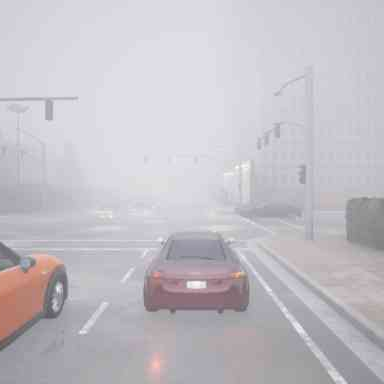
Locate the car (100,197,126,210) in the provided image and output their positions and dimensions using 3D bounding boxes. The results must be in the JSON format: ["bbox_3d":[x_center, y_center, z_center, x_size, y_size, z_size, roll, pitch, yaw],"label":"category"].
[{"bbox_3d":[-10.535,1.491,43.553,2.128,1.511,4.902,0,0,1],"label":"car"}]

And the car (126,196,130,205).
[{"bbox_3d":[-10.503,1.477,54.240,1.882,1.535,5.008,0,0,0],"label":"car"}]

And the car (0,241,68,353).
[{"bbox_3d":[-3.432,1.352,4.547,2.097,1.767,4.553,0,0,1],"label":"car"}]

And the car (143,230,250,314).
[{"bbox_3d":[0.090,1.564,7.720,1.994,1.385,4.181,0,0,0],"label":"car"}]

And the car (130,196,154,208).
[{"bbox_3d":[-7.012,1.352,47.151,2.097,1.767,4.553,0,0,0],"label":"car"}]

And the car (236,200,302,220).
[{"bbox_3d":[6.566,1.532,27.770,5.008,1.535,1.882,0,0,-3],"label":"car"}]

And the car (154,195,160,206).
[{"bbox_3d":[-6.995,1.502,56.088,1.837,1.490,4.892,0,1,0],"label":"car"}]

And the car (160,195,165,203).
[{"bbox_3d":[-6.892,1.355,69.356,2.097,1.767,4.553,0,0,0],"label":"car"}]

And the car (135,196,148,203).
[{"bbox_3d":[-10.394,1.596,68.523,1.895,1.301,4.718,0,0,0],"label":"car"}]
